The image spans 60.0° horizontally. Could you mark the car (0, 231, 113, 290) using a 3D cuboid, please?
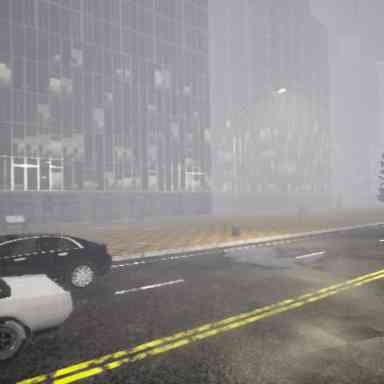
[{"bbox_3d":[-4.497,1.814,8.506,4.892,1.490,1.837,0,-2,-36],"label":"car"}]

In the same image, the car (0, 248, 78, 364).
[{"bbox_3d":[-4.297,1.806,4.607,4.718,1.301,1.895,0,-2,-36],"label":"car"}]
